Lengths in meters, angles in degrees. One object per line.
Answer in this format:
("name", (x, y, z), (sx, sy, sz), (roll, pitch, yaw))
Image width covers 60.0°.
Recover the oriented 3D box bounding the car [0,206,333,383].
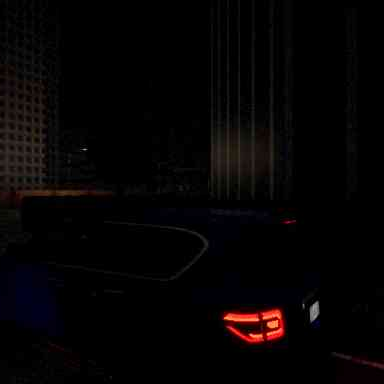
("car", (-1.021, 1.221, 4.715), (5.566, 2.045, 2.150), (0, 0, 35))
